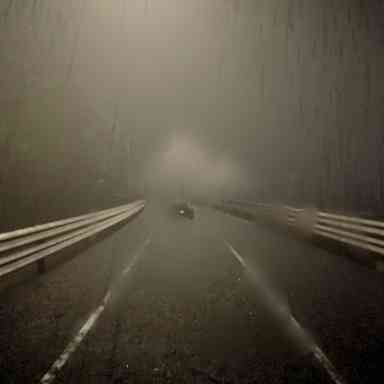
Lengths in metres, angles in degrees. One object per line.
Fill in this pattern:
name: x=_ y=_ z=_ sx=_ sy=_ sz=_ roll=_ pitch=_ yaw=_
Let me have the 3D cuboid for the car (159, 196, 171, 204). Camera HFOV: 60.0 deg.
car: x=-4.902 y=1.454 z=60.944 sx=1.837 sy=1.490 sz=4.892 roll=0 pitch=0 yaw=-10

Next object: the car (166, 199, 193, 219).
car: x=-0.989 y=1.554 z=28.899 sx=1.994 sy=1.385 sz=4.181 roll=0 pitch=0 yaw=-5
